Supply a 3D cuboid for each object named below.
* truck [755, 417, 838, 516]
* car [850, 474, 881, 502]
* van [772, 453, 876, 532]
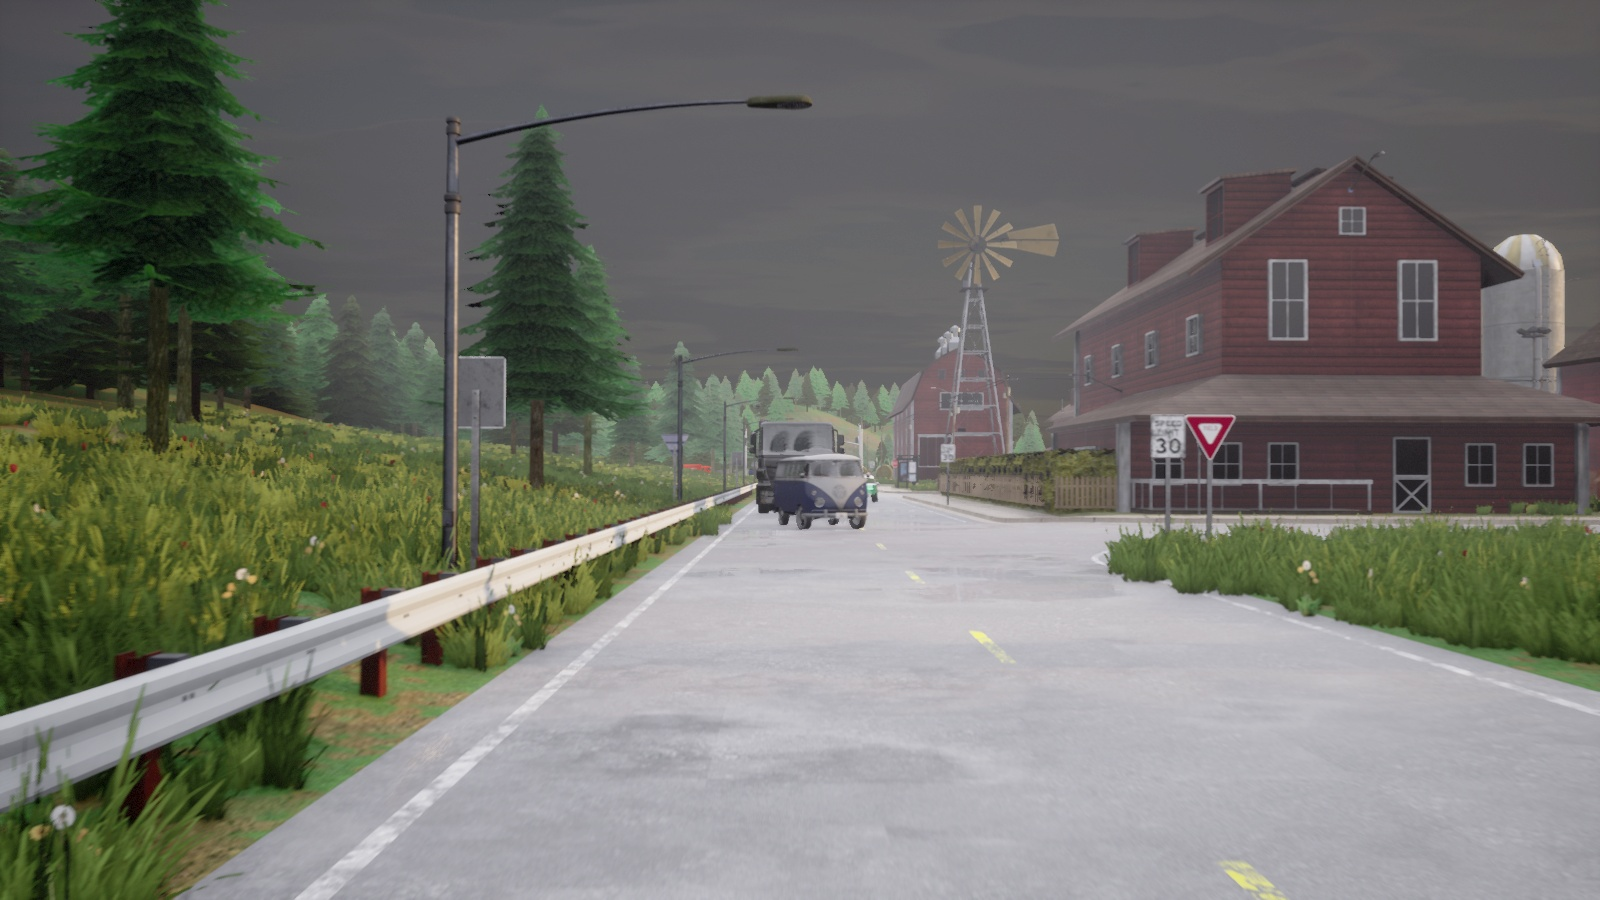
[{"bbox_3d":[-0.120,0.636,47.949,2.891,3.462,7.936,0,-1,0],"label":"truck"},{"bbox_3d":[3.344,1.931,64.218,1.481,1.376,2.207,0,-1,0],"label":"car"},{"bbox_3d":[0.563,1.114,34.166,1.775,1.987,4.442,-1,-1,-13],"label":"van"}]
